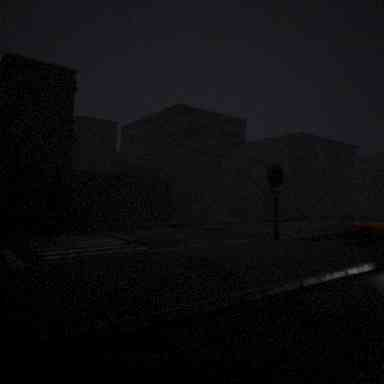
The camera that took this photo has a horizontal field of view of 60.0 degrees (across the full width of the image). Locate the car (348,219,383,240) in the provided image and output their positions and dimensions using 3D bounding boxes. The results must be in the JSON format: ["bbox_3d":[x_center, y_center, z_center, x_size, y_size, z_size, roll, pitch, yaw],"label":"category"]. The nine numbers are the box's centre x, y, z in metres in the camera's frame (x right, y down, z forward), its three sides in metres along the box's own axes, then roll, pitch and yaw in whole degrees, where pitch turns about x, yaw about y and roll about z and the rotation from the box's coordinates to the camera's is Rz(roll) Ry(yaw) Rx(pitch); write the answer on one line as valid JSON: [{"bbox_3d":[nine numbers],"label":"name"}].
[{"bbox_3d":[10.403,1.670,16.047,1.946,1.575,5.366,1,-1,-36],"label":"car"}]
